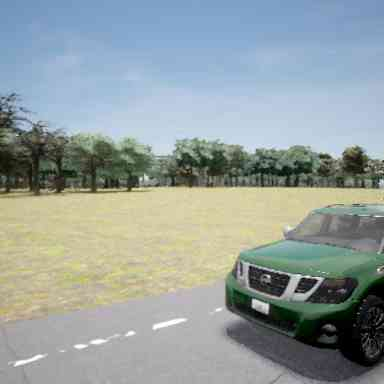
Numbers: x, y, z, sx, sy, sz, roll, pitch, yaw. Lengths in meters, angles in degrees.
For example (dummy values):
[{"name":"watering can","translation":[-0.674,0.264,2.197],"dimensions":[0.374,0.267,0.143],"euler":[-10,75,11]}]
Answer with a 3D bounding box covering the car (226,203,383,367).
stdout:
[{"name":"car","translation":[3.209,1.258,6.197],"dimensions":[5.566,2.045,2.150],"euler":[1,0,-35]}]
